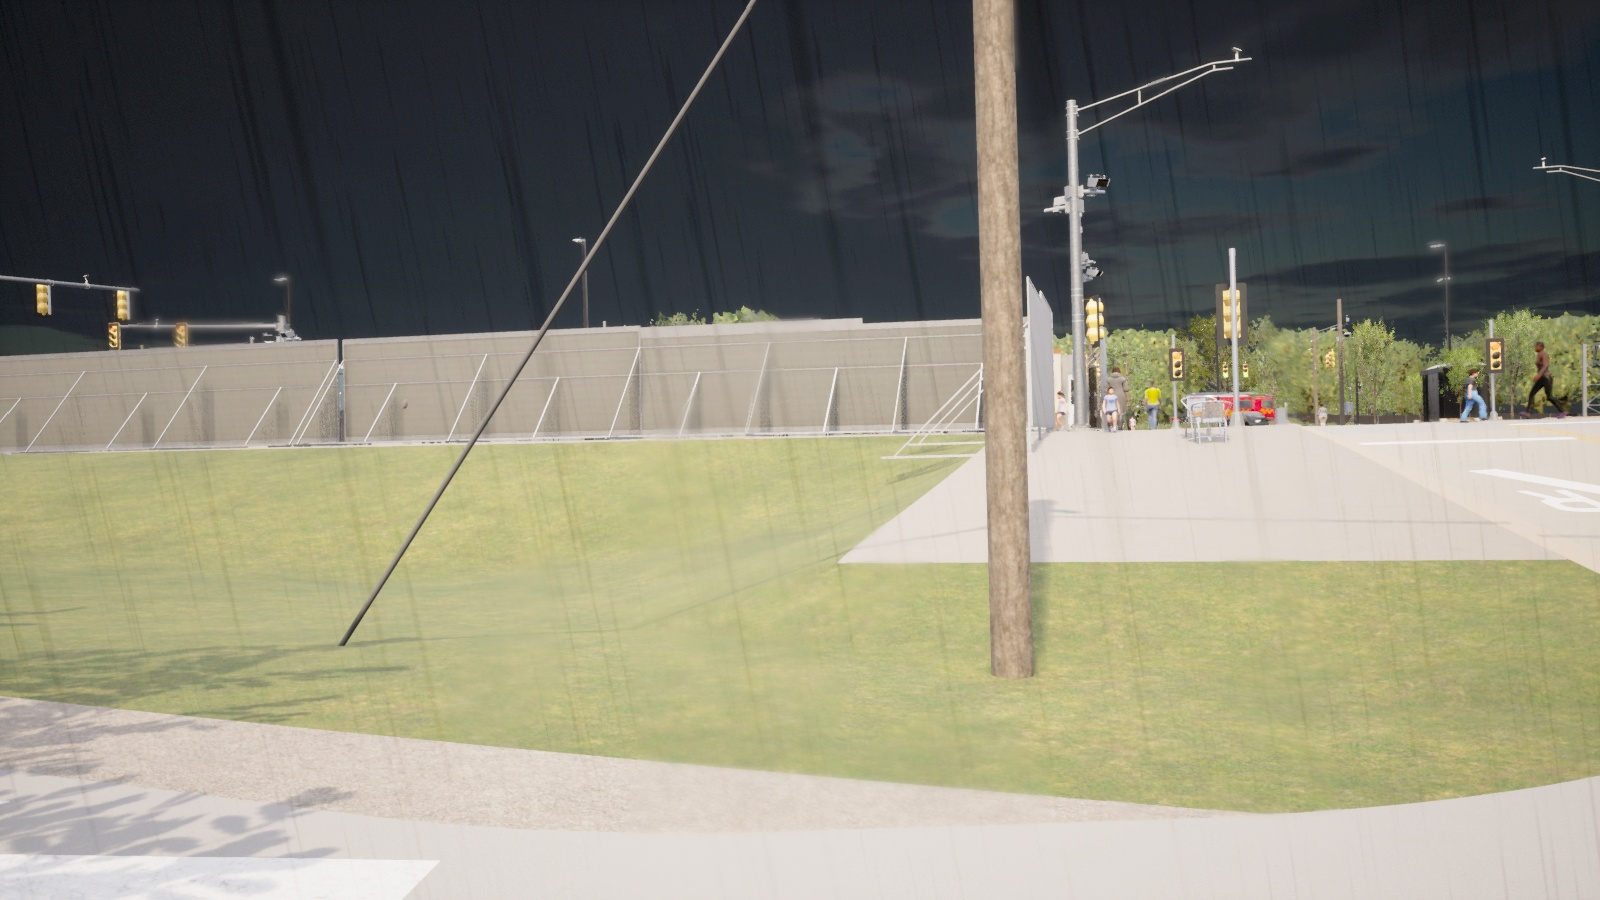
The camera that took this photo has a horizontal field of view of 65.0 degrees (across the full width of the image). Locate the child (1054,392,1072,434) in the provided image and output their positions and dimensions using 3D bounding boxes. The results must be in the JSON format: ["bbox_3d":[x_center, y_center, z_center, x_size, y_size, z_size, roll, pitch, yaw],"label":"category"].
[{"bbox_3d":[6.949,-0.976,33.164,0.394,1.110,0.255,-1,0,-5],"label":"child"}]

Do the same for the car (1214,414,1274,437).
[{"bbox_3d":[31.198,-1.735,88.422,2.163,1.488,4.792,-2,1,-4],"label":"car"}]

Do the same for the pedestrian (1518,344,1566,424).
[{"bbox_3d":[17.001,-1.506,28.782,0.869,1.805,0.328,-1,0,11],"label":"pedestrian"}]

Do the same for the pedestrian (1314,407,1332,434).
[{"bbox_3d":[36.431,-2.056,87.512,0.874,1.855,0.900,-1,0,4],"label":"pedestrian"}]

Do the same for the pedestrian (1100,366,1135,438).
[{"bbox_3d":[8.813,-1.329,34.850,0.659,1.952,0.873,-1,0,31],"label":"pedestrian"}]

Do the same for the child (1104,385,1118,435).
[{"bbox_3d":[7.002,-0.896,28.249,0.255,1.110,0.394,-1,0,11],"label":"child"}]

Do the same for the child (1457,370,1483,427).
[{"bbox_3d":[15.136,-1.166,28.370,0.437,1.263,0.270,-1,0,5],"label":"child"}]

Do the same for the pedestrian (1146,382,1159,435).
[{"bbox_3d":[12.231,-1.433,43.606,0.354,1.836,0.706,-1,0,13],"label":"pedestrian"}]
